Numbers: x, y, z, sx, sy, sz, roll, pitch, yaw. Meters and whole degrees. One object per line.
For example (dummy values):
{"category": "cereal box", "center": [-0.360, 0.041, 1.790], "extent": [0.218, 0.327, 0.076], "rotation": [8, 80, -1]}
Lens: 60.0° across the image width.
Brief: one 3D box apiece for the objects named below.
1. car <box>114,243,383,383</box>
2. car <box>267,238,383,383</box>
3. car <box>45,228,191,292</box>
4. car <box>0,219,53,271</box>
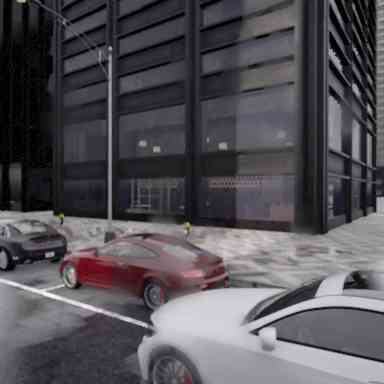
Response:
{"category": "car", "center": [1.588, 1.526, 3.152], "extent": [4.674, 1.442, 1.812], "rotation": [0, 0, 35]}
{"category": "car", "center": [3.431, 1.551, 4.196], "extent": [4.403, 1.369, 2.008], "rotation": [0, 0, 35]}
{"category": "car", "center": [-1.186, 1.575, 7.428], "extent": [4.206, 1.307, 1.802], "rotation": [0, 0, 35]}
{"category": "car", "center": [-5.804, 1.536, 10.660], "extent": [4.403, 1.369, 2.008], "rotation": [0, 0, 35]}
